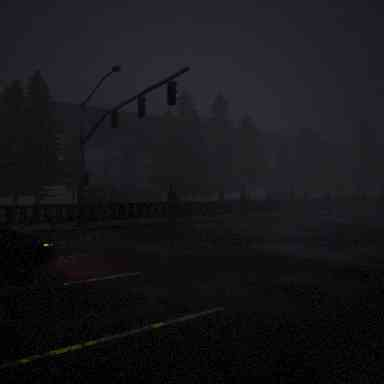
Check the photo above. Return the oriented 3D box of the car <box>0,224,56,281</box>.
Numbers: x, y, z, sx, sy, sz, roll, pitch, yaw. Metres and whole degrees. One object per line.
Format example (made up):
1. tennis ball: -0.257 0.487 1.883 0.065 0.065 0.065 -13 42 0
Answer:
1. car: -5.930 1.525 8.357 4.674 1.442 1.812 0 0 -35
